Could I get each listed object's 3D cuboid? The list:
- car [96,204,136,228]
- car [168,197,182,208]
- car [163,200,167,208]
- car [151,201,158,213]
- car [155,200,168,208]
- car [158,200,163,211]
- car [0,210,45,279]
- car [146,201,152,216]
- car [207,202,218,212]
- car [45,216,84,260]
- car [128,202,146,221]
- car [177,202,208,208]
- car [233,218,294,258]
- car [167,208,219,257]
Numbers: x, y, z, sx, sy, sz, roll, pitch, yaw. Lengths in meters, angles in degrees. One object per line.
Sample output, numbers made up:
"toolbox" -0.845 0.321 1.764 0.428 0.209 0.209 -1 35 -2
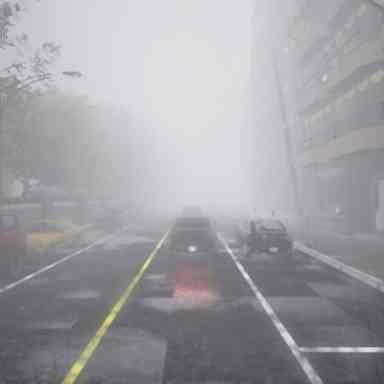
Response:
"car" -5.658 1.821 24.258 1.947 1.339 4.313 0 -1 0
"car" -2.980 1.857 59.626 2.150 2.045 5.566 0 0 1
"car" -5.697 2.165 57.487 2.008 1.369 4.403 0 -1 0
"car" -5.639 1.957 40.704 1.752 1.417 4.829 0 -1 0
"car" -5.742 2.221 63.027 1.887 1.381 4.507 0 -1 0
"car" -5.632 1.933 46.413 1.967 1.590 4.097 0 -1 0
"car" -5.677 1.396 7.646 2.192 1.841 5.009 0 -1 0
"car" -5.645 1.955 35.335 1.802 1.307 4.206 0 -1 0
"car" 2.748 2.044 46.404 2.008 1.369 4.403 0 -1 0
"car" -5.671 1.662 13.012 1.752 1.417 4.829 0 -1 0
"car" -5.651 1.754 29.798 1.967 1.590 4.097 0 -1 0
"car" 0.044 1.837 27.532 2.033 1.411 5.357 0 -1 0
"car" 2.709 1.689 13.174 2.008 1.369 4.403 0 -1 0
"car" 0.037 1.649 13.526 1.837 1.490 4.892 0 0 0
